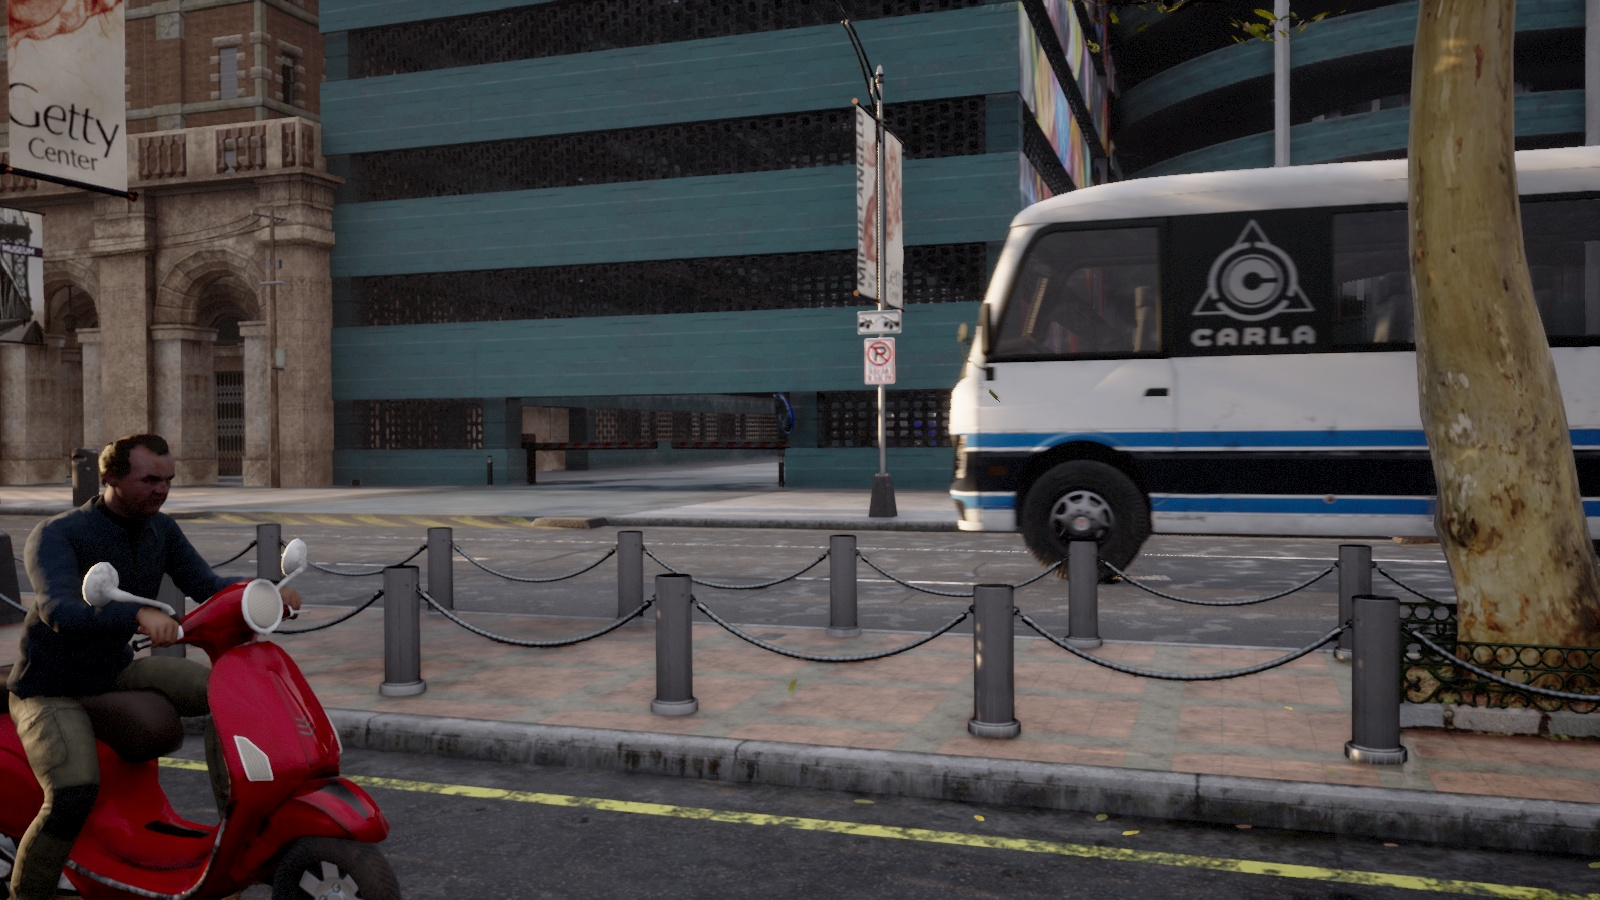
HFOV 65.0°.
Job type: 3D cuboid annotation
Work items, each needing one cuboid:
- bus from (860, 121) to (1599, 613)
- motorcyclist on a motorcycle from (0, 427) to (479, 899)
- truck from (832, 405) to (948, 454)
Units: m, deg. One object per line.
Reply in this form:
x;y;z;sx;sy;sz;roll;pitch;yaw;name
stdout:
6.119;-0.743;13.215;10.273;4.253;3.944;0;1;19;bus
-2.023;0.728;3.873;1.817;1.590;0.866;0;1;19;motorcyclist on a motorcycle
6.536;-1.486;91.416;7.936;3.462;2.891;0;1;18;truck
